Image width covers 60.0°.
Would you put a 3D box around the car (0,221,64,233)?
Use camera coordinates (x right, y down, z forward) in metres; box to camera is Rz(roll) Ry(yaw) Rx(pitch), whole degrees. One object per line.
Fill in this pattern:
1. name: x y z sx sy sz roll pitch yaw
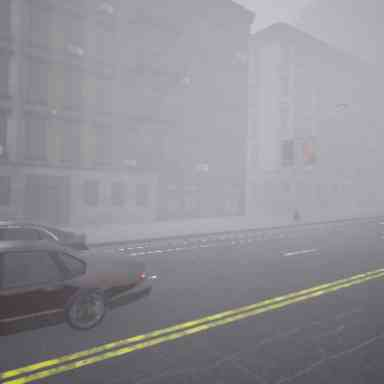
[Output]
1. car: -4.990 1.507 8.108 4.892 1.490 1.837 0 0 -35

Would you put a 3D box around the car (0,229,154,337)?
1. car: -3.289 1.548 5.331 5.357 1.411 2.033 0 0 -36
